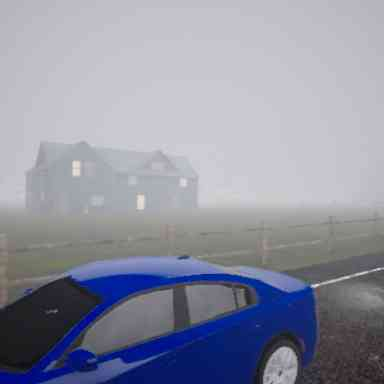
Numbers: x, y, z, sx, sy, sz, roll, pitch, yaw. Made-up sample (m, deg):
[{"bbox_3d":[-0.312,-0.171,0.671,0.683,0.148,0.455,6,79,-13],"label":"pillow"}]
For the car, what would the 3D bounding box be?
[{"bbox_3d":[-0.757,1.494,3.449,5.008,1.535,1.882,0,0,-36],"label":"car"}]
